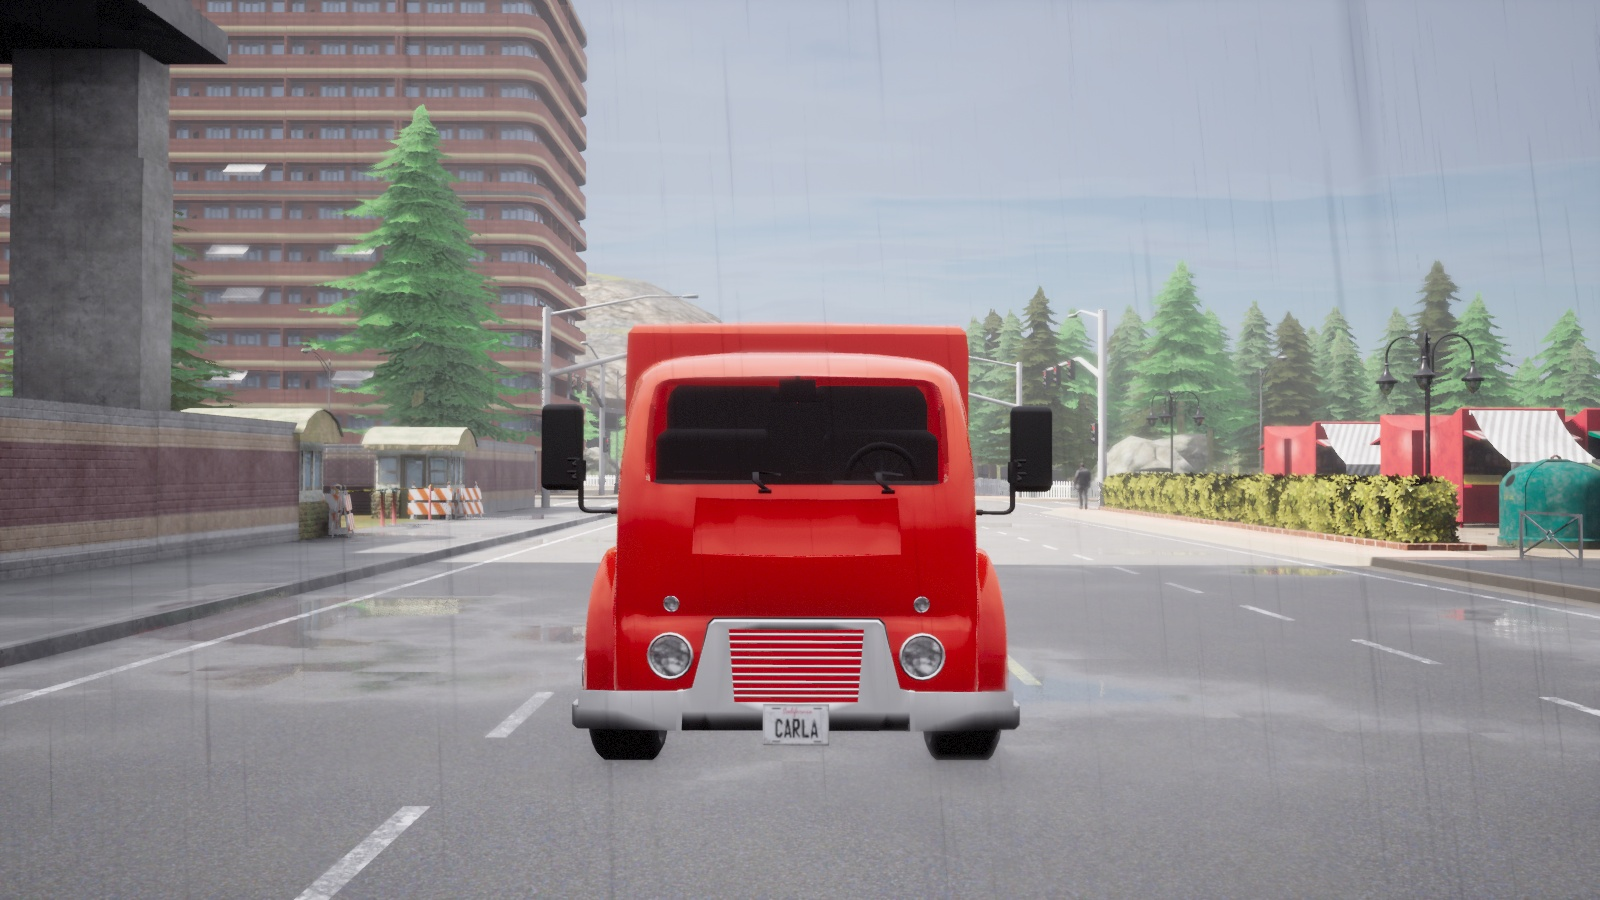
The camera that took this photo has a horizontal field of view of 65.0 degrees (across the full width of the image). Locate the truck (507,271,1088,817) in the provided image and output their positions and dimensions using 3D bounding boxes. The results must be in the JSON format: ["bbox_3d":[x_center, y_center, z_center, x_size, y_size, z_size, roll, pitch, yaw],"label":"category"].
[{"bbox_3d":[-0.022,0.467,8.307,2.627,2.467,5.204,0,-1,0],"label":"truck"}]

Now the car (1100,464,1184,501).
[{"bbox_3d":[17.762,1.690,65.387,3.866,1.878,1.905,0,-1,0],"label":"car"}]

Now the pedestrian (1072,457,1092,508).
[{"bbox_3d":[10.591,1.216,47.152,0.563,1.883,0.849,0,-1,1],"label":"pedestrian"}]
